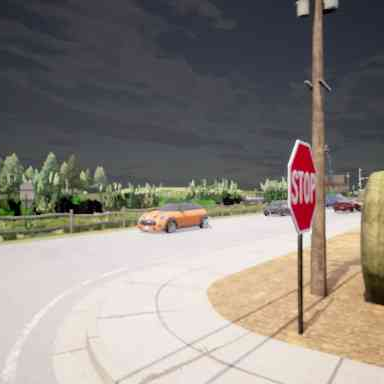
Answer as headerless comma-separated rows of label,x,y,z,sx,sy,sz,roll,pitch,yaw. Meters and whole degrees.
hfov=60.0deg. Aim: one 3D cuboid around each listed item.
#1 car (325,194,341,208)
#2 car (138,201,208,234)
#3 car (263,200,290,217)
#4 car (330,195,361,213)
car,18.474,1.230,44.154,2.150,2.045,5.566,0,0,39
car,-1.024,1.363,19.546,2.097,1.767,4.553,0,0,38
car,8.467,1.513,31.585,1.837,1.490,4.892,0,0,38
car,17.247,1.469,36.763,1.882,1.535,5.008,0,0,38
